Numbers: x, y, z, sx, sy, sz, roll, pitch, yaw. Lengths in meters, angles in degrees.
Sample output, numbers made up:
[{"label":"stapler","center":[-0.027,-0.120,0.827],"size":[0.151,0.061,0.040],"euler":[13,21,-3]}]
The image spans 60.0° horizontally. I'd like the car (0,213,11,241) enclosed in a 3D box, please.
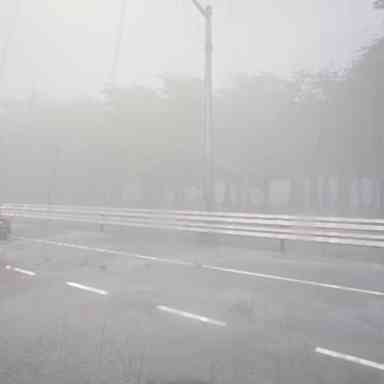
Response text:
[{"label":"car","center":[-10.338,1.503,15.569],"size":[4.892,1.490,1.837],"euler":[0,0,36]}]
